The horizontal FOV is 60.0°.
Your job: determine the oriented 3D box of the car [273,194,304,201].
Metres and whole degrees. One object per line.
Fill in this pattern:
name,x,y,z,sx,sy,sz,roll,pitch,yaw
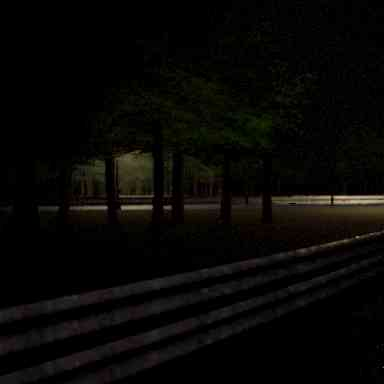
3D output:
car,12.851,1.006,43.838,4.674,1.442,1.812,0,0,-4
